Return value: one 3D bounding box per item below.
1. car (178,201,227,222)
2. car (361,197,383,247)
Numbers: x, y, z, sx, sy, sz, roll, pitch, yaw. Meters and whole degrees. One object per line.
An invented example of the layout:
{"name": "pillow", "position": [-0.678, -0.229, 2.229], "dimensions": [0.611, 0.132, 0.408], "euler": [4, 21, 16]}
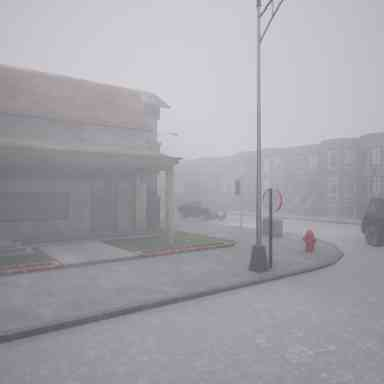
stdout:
{"name": "car", "position": [0.756, 1.491, 26.741], "dimensions": [2.128, 1.511, 4.902], "euler": [0, 0, -35]}
{"name": "car", "position": [8.579, 1.223, 12.156], "dimensions": [2.150, 2.045, 5.566], "euler": [2, 0, -5]}
